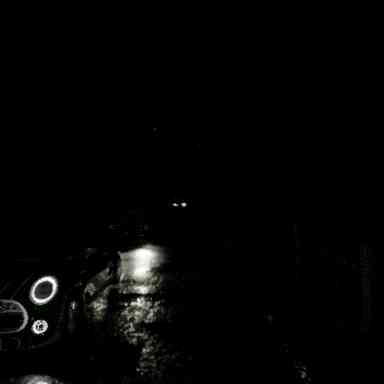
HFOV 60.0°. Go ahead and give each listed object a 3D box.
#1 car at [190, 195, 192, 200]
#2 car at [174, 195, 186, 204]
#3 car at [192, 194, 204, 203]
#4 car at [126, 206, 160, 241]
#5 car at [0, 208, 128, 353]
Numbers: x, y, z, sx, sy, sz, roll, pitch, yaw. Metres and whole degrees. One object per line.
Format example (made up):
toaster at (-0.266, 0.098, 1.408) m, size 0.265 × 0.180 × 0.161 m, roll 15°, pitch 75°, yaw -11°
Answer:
car at (0.550, 1.268, 86.902) m, size 2.097 × 1.767 × 4.553 m, roll 0°, pitch 0°, yaw 0°
car at (-2.355, 1.366, 64.967) m, size 2.097 × 1.767 × 4.553 m, roll 0°, pitch 0°, yaw 1°
car at (1.400, 1.489, 69.356) m, size 1.882 × 1.535 × 5.008 m, roll 0°, pitch 0°, yaw 0°
car at (-2.741, 1.472, 16.714) m, size 1.882 × 1.535 × 5.008 m, roll 0°, pitch 0°, yaw 1°
car at (-2.818, 1.347, 6.477) m, size 2.097 × 1.767 × 4.553 m, roll 0°, pitch 0°, yaw 0°
